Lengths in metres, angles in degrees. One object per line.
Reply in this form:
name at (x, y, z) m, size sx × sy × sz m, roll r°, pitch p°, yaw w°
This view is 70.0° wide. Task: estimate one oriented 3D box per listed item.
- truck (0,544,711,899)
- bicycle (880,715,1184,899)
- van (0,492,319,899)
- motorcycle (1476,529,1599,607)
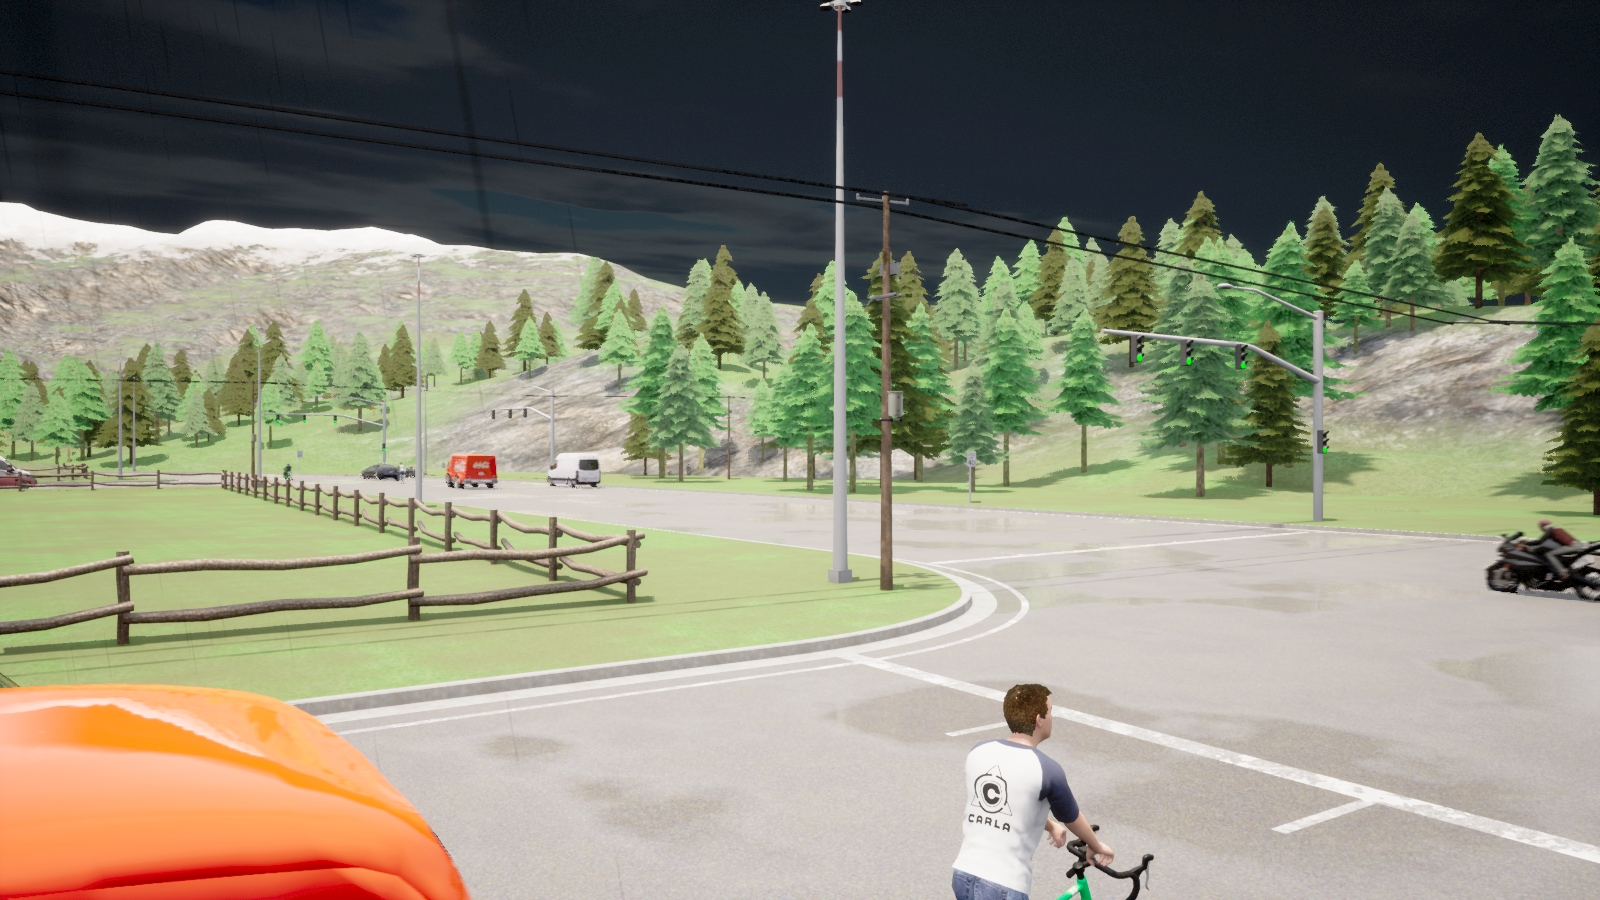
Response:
truck at (-3.066, 1.559, 1.719) m, size 5.204 × 2.467 × 2.627 m, roll 1°, pitch 0°, yaw -34°
bicycle at (1.060, 2.053, 4.957) m, size 1.643 × 1.496 × 0.373 m, roll 0°, pitch 0°, yaw -41°
van at (-5.215, 1.535, 4.399) m, size 5.915 × 2.561 × 1.988 m, roll 0°, pitch 0°, yaw -35°
motorcycle at (14.157, 2.189, 21.612) m, size 0.867 × 1.251 × 2.209 m, roll 0°, pitch 0°, yaw -35°
